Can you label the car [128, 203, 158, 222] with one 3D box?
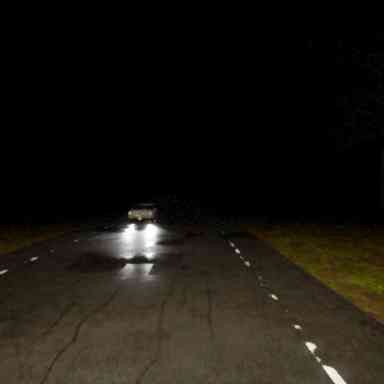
[{"bbox_3d":[-3.685,1.565,25.532,1.895,1.301,4.718,0,0,-1],"label":"car"}]
